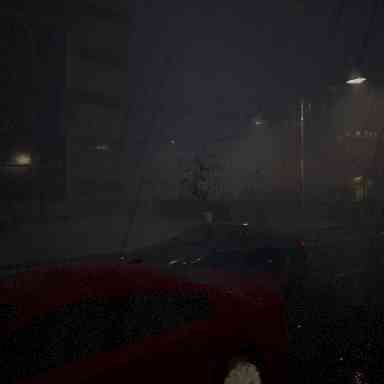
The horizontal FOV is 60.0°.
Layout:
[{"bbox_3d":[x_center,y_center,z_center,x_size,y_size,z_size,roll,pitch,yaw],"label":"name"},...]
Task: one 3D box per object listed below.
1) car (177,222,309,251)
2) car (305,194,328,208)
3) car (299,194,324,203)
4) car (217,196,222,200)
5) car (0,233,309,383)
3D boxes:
[{"bbox_3d":[0.805,1.521,8.795,5.357,1.411,2.033,0,0,-35],"label":"car"},{"bbox_3d":[14.969,1.085,41.565,4.553,1.767,2.185,0,0,-36],"label":"car"},{"bbox_3d":[21.885,1.173,60.625,4.674,1.452,2.002,0,0,-36],"label":"car"},{"bbox_3d":[4.239,1.405,56.143,4.718,1.301,1.895,0,0,-36],"label":"car"},{"bbox_3d":[-1.253,1.474,3.068,5.008,1.535,1.882,0,0,-35],"label":"car"}]
